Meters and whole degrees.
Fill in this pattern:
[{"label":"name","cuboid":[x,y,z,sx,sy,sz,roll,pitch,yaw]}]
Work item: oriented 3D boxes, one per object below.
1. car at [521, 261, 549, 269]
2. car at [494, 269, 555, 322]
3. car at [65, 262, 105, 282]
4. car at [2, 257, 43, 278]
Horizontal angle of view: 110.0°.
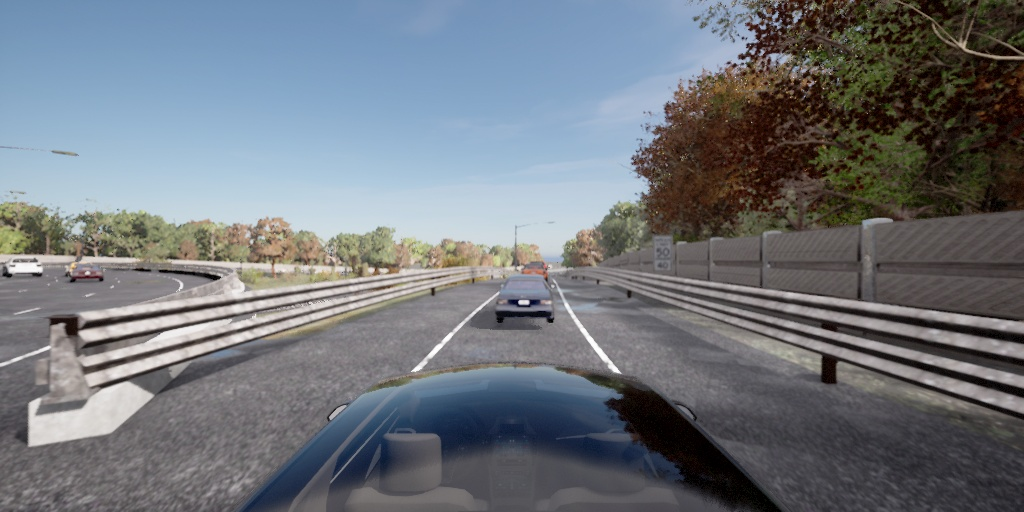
[{"label":"car","cuboid":[1.780,1.339,28.438,2.097,1.767,4.553,0,-1,5]},{"label":"car","cuboid":[0.511,1.354,12.501,2.033,1.411,5.357,0,0,4]},{"label":"car","cuboid":[-36.220,1.446,30.613,5.357,1.411,2.033,0,0,40]},{"label":"car","cuboid":[-50.932,1.153,37.340,5.566,2.045,2.150,0,0,32]}]
